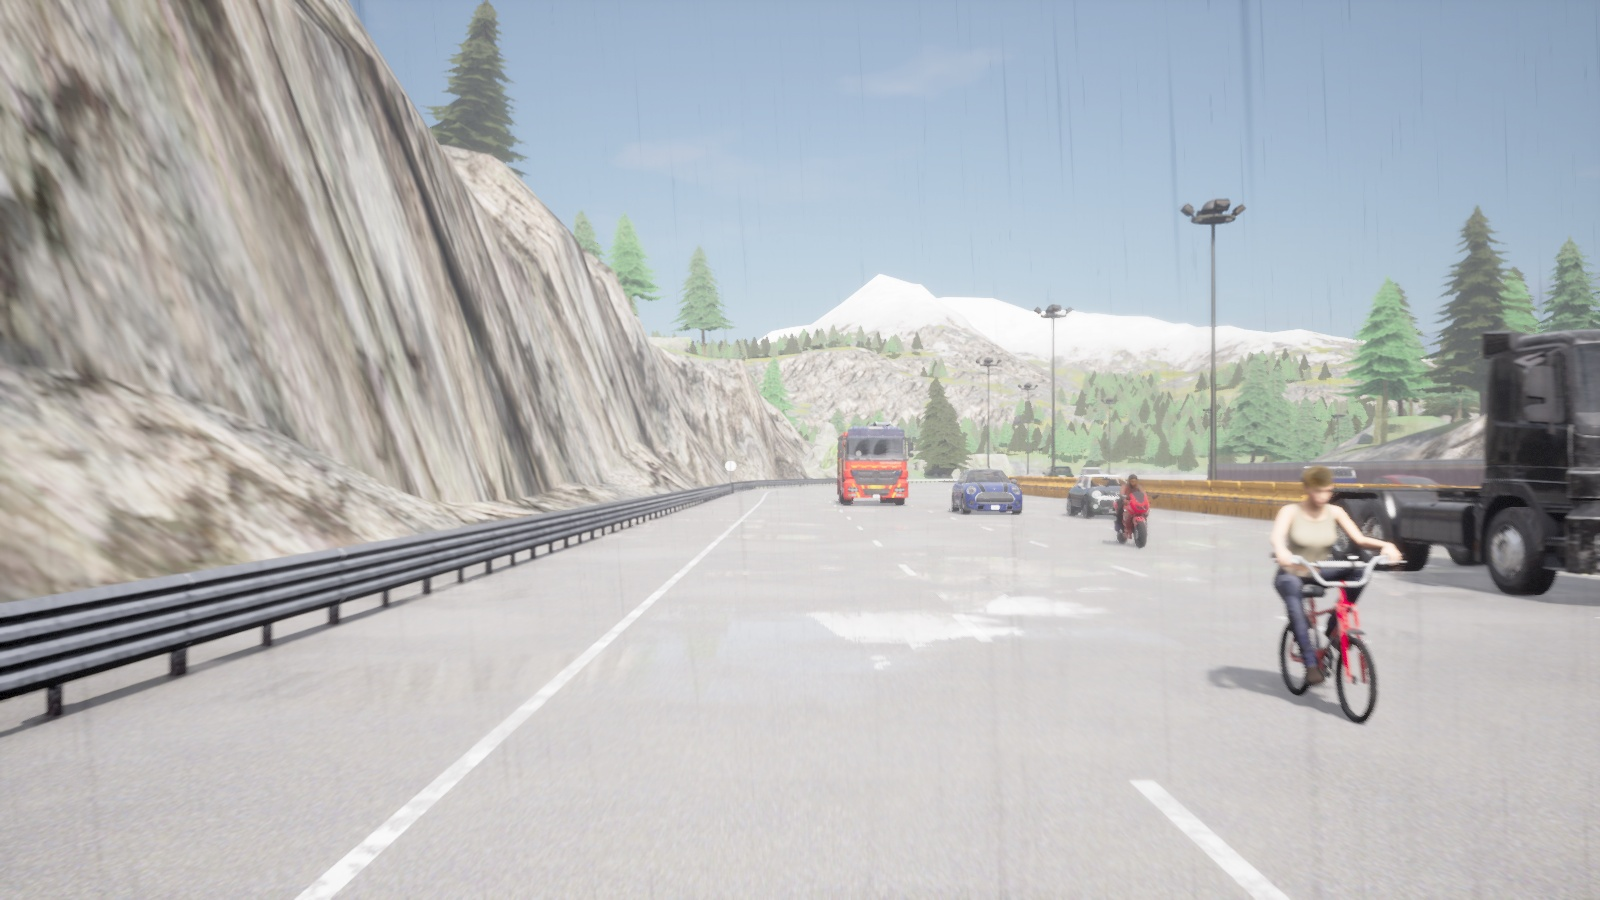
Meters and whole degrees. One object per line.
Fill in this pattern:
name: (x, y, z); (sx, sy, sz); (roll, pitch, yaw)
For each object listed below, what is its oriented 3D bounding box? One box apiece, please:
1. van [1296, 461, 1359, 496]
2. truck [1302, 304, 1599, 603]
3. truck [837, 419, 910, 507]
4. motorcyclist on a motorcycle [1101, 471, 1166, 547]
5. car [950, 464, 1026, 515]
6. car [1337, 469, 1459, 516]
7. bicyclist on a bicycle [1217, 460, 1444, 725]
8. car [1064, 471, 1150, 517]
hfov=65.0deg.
van: (31.157, 1.689, 74.352); (1.775, 1.987, 4.442); (0, -1, -1)
truck: (10.461, 0.102, 18.530); (2.891, 3.462, 7.936); (0, -1, 0)
truck: (3.339, 0.624, 59.117); (2.891, 3.827, 8.468); (0, -1, 0)
motorcyclist on a motorcycle: (6.943, 1.208, 26.247); (0.797, 1.523, 2.044); (0, -1, 0)
car: (6.882, 1.421, 46.392); (2.097, 1.767, 4.553); (0, -1, 0)
car: (20.889, 1.448, 44.110); (1.882, 1.535, 5.008); (0, -1, 0)
bicyclist on a bicycle: (3.488, 0.878, 8.418); (0.866, 1.612, 1.509); (0, -1, 0)
car: (10.393, 1.454, 42.780); (1.970, 1.475, 3.806); (0, -1, 0)
